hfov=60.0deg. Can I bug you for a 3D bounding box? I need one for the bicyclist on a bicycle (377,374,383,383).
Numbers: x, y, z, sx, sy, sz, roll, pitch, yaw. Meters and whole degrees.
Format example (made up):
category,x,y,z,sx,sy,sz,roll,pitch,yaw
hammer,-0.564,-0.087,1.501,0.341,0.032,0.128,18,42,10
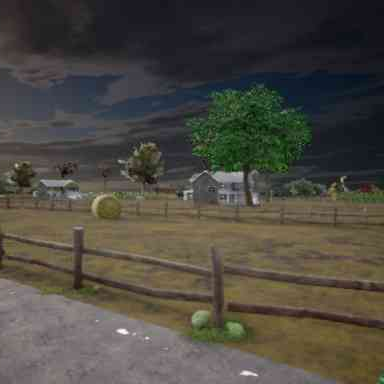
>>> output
category,x,y,z,sx,sy,sz,roll,pitch,yaw
bicyclist on a bicycle,1.858,1.451,2.562,1.509,1.612,0.866,-1,-1,35
